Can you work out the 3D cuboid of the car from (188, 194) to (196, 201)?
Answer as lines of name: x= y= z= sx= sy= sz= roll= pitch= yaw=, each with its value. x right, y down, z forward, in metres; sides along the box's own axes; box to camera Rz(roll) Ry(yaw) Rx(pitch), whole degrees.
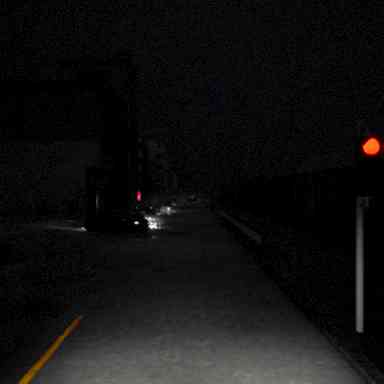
car: x=0.046 y=1.138 z=77.038 sx=1.882 sy=1.535 sz=5.008 roll=0 pitch=0 yaw=0

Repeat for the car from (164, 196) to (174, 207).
car: x=-4.053 y=1.491 z=49.044 sx=1.895 sy=1.301 sz=4.718 roll=0 pitch=0 yaw=0

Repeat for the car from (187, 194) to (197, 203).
car: x=0.041 y=1.343 z=66.618 sx=2.128 sy=1.511 sz=4.902 roll=0 pitch=0 yaw=0

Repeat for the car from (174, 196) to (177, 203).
car: x=-3.992 y=1.419 z=64.984 sx=1.994 sy=1.385 sz=4.181 roll=0 pitch=0 yaw=1

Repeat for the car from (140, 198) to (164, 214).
car: x=-4.265 y=1.528 z=32.636 sx=1.895 sy=1.301 sz=4.718 roll=0 pitch=0 yaw=4

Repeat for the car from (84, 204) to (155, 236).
car: x=-4.205 y=1.523 z=18.191 sx=1.994 sy=1.385 sz=4.181 roll=0 pitch=0 yaw=-44
